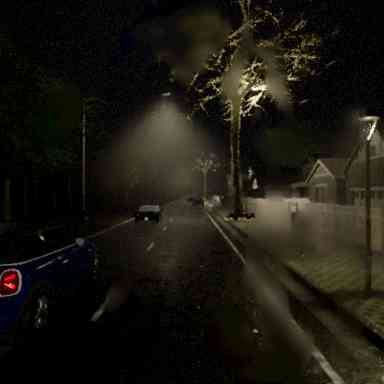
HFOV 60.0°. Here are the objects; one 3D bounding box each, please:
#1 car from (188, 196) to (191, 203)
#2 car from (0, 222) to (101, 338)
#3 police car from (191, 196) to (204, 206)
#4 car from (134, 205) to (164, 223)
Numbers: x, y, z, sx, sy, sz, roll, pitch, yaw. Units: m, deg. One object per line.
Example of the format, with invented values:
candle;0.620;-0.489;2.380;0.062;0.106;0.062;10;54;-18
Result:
car;-0.019;1.812;80.234;1.837;1.490;4.892;0;0;0
car;-3.400;1.384;6.847;2.097;1.767;4.553;0;0;0
police car;1.209;1.751;61.701;1.930;1.638;5.238;0;0;0
car;-3.405;1.732;27.072;1.895;1.301;4.718;0;0;0
